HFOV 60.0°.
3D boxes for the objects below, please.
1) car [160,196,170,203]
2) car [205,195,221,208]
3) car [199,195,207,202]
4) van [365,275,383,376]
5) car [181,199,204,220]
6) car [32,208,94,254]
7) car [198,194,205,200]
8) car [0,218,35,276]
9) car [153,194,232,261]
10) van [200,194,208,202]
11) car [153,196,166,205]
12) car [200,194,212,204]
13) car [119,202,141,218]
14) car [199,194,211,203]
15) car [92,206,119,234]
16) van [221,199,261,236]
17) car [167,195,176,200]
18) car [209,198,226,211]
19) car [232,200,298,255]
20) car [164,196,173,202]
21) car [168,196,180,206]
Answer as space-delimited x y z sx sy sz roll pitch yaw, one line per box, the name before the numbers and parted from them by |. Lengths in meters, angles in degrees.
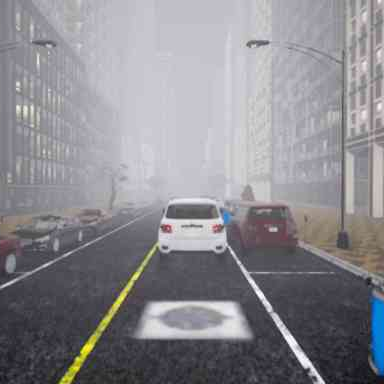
car | -5.716 1.583 69.994 1.752 1.417 4.829 -1 0 0
car | 3.100 1.394 49.183 2.097 1.767 4.553 0 0 0
car | 2.660 1.506 81.533 1.967 1.590 4.097 -1 0 0
van | 2.681 1.343 1.962 1.690 1.788 3.998 -1 0 0
car | 0.045 1.503 29.809 1.882 1.535 5.008 0 0 0
car | -5.702 1.563 13.327 2.008 1.369 4.403 -1 0 0
car | 2.656 1.514 92.901 1.967 1.590 4.097 -1 0 0
car | -5.699 1.552 7.643 1.887 1.381 4.507 -1 0 0
car | 0.028 1.234 12.402 2.150 2.045 5.566 0 0 0
van | 2.661 1.403 75.850 1.690 1.788 3.998 -1 0 0
car | -5.714 1.490 58.796 1.967 1.590 4.097 -1 0 0
car | 2.663 1.369 64.483 2.192 1.841 5.009 -1 0 0
car | -5.706 1.577 30.378 2.008 1.369 4.403 -1 0 0
car | 2.662 1.373 70.167 2.192 1.841 5.009 -1 0 0
car | -5.702 1.599 19.011 1.802 1.307 4.206 -1 0 0
van | 2.676 1.358 19.013 1.690 1.788 3.998 -1 0 0
car | -5.723 1.625 92.898 2.008 1.369 4.403 -1 0 0
car | 3.138 1.562 42.213 1.812 1.442 4.674 0 0 0
car | 2.677 1.327 13.330 2.192 1.841 5.009 -1 0 0
car | -5.720 1.632 81.531 1.947 1.339 4.313 -1 0 0
car | -3.071 1.554 58.563 1.837 1.490 4.892 0 0 1
